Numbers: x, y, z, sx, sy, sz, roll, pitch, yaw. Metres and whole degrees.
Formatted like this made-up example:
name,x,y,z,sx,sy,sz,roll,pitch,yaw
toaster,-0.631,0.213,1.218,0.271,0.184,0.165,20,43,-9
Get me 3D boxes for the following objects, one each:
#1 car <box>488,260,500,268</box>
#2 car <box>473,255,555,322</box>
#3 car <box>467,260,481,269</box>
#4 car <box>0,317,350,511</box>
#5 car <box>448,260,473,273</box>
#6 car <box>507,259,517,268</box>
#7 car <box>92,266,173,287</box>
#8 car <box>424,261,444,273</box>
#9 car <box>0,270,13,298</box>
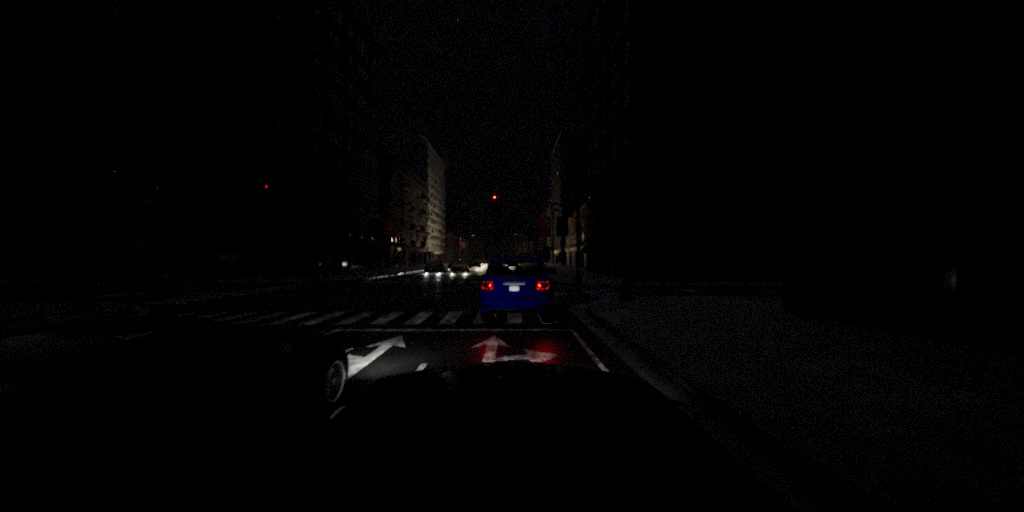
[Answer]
name,x,y,z,sx,sy,sz,roll,pitch,yaw
car,-3.223,1.452,65.072,1.895,1.301,4.718,0,0,0
car,0.308,0.992,12.578,2.150,2.045,5.566,0,0,5
car,-6.523,1.410,61.683,1.994,1.385,4.181,0,0,1
car,-3.245,1.278,3.213,1.812,1.442,4.674,0,0,0
car,-6.569,1.301,45.825,1.882,1.535,5.008,0,0,0
car,0.027,1.356,64.624,1.837,1.490,4.892,0,0,0
car,-25.365,1.368,24.068,4.313,1.339,1.948,0,0,0
car,-9.817,1.349,45.718,1.812,1.442,4.674,0,0,0
car,-25.410,1.197,16.043,4.097,1.591,1.967,0,0,0
